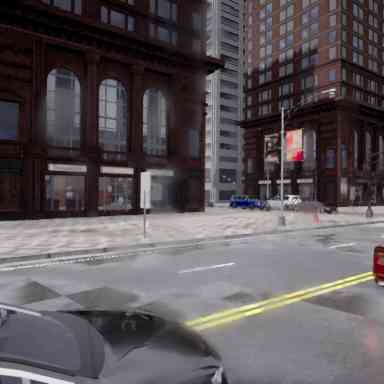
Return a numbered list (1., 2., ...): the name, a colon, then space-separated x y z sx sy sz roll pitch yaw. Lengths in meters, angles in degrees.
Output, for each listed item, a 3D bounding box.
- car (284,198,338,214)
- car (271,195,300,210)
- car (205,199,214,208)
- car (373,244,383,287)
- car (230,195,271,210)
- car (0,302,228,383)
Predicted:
1. car: 13.402 1.725 37.129 2.033 1.411 5.357 1 -1 -35
2. car: 12.073 1.467 44.462 2.150 2.045 5.566 1 -1 -35
3. car: 1.706 1.834 53.600 1.994 1.385 4.181 1 -1 -35
4. car: 6.271 1.489 7.905 5.008 1.535 1.882 0 0 -35
5. car: 7.524 1.445 45.407 2.150 2.045 5.566 1 -1 -35
6. car: -1.901 1.492 2.088 4.902 1.511 2.128 0 0 -35
